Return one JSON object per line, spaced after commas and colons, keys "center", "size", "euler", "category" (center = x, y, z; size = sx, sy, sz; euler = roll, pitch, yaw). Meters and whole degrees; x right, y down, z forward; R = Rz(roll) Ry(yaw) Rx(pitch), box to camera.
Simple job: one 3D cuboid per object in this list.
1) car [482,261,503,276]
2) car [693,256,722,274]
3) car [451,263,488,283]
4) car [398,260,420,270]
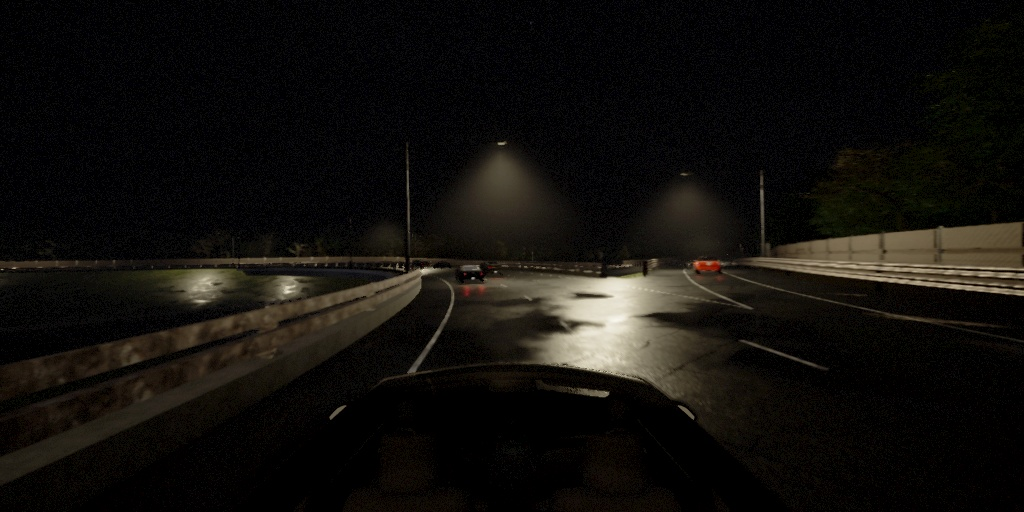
{"center": [-2.394, 1.297, 37.155], "size": [1.837, 1.490, 4.892], "euler": [0, 0, -19], "category": "car"}
{"center": [18.572, 0.757, 34.228], "size": [2.097, 1.767, 4.553], "euler": [-1, 0, 24], "category": "car"}
{"center": [-3.541, 1.415, 29.323], "size": [1.895, 1.301, 4.718], "euler": [-1, 0, -16], "category": "car"}
{"center": [-17.703, 1.570, 59.866], "size": [2.128, 1.511, 4.902], "euler": [-1, 0, -37], "category": "car"}
